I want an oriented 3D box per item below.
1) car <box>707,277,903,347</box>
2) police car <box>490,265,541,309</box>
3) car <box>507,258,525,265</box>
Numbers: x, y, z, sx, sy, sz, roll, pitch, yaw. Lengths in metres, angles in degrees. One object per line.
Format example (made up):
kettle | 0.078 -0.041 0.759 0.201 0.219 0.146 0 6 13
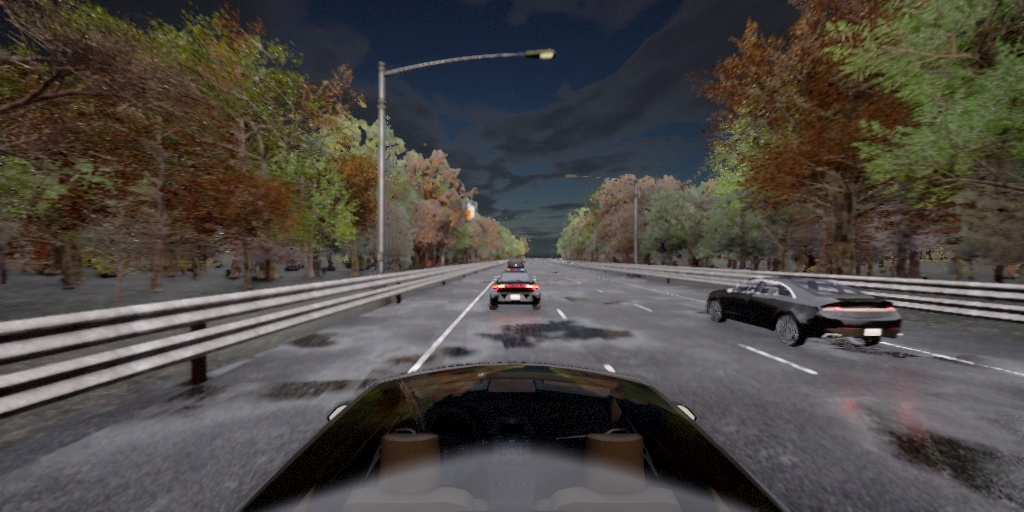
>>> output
car | 7.112 1.298 9.484 2.128 1.511 4.902 0 0 0
police car | 0.138 1.340 15.459 2.038 1.542 4.974 0 -1 0
car | 0.553 1.258 47.062 2.150 2.045 5.566 0 0 1
